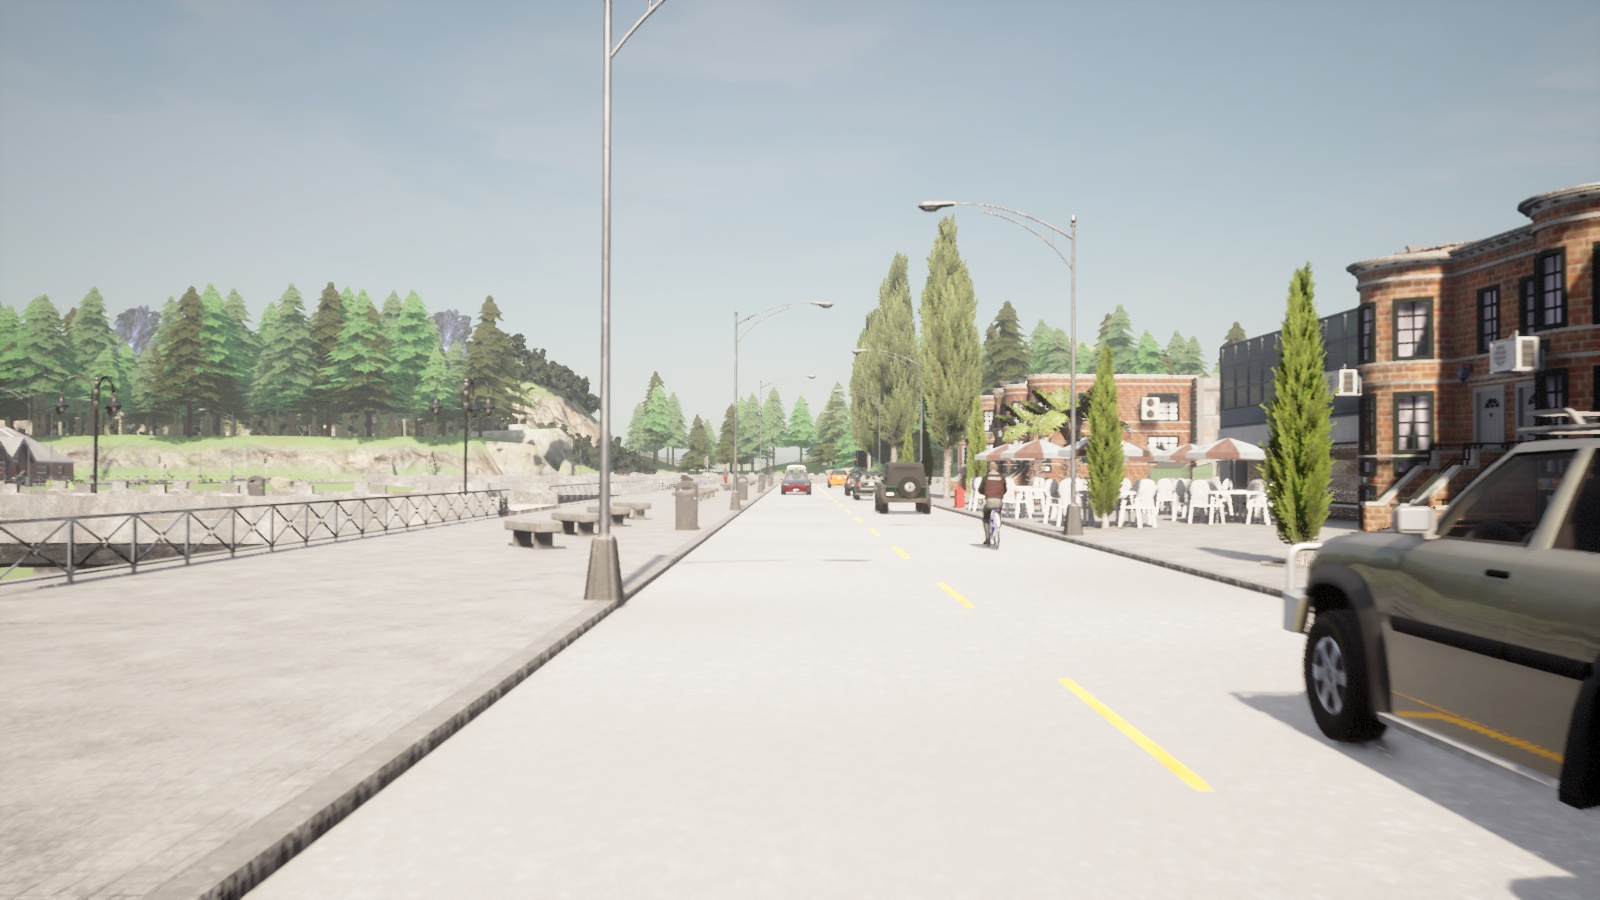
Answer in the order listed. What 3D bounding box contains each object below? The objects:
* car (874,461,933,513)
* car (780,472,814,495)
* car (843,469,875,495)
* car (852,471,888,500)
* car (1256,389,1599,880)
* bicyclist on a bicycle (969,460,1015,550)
[{"bbox_3d":[3.872,1.390,47.493,1.905,1.878,3.866,0,-1,0],"label":"car"},{"bbox_3d":[-0.222,2.202,82.889,2.163,1.488,4.792,0,-1,0],"label":"car"},{"bbox_3d":[3.784,2.053,80.968,1.851,1.617,3.988,0,-1,0],"label":"car"},{"bbox_3d":[3.815,1.934,69.068,1.789,1.549,3.705,0,-1,0],"label":"car"},{"bbox_3d":[3.983,0.715,5.962,1.932,1.855,4.605,0,-1,0],"label":"car"},{"bbox_3d":[3.924,1.101,25.792,0.659,1.776,1.843,0,-1,0],"label":"bicyclist on a bicycle"}]
